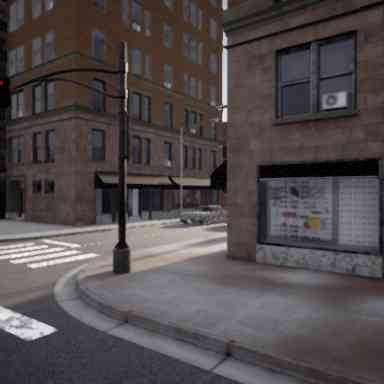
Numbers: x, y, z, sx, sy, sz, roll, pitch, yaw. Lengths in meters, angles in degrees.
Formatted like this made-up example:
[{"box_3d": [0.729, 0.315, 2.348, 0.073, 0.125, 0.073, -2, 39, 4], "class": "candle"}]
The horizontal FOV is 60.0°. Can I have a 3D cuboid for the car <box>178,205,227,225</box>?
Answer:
[{"box_3d": [1.055, 1.676, 24.662, 1.895, 1.301, 4.718, 0, 0, 35], "class": "car"}]
